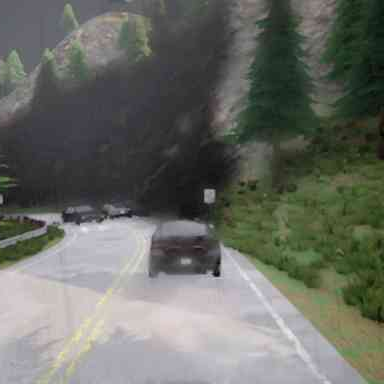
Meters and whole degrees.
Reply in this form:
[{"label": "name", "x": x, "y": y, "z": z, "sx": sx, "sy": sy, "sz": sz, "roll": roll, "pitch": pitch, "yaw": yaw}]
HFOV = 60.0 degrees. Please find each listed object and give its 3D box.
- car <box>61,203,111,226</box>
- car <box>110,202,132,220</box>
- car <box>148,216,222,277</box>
[{"label": "car", "x": -8.497, "y": 1.728, "z": 25.511, "sx": 2.033, "sy": 1.411, "sz": 5.357, "roll": -3, "pitch": 1, "yaw": -37}, {"label": "car", "x": -6.940, "y": 1.618, "z": 28.965, "sx": 1.994, "sy": 1.385, "sz": 4.181, "roll": -3, "pitch": 1, "yaw": -37}, {"label": "car", "x": -0.279, "y": 1.479, "z": 10.297, "sx": 1.882, "sy": 1.535, "sz": 5.008, "roll": 0, "pitch": 0, "yaw": -3}]
